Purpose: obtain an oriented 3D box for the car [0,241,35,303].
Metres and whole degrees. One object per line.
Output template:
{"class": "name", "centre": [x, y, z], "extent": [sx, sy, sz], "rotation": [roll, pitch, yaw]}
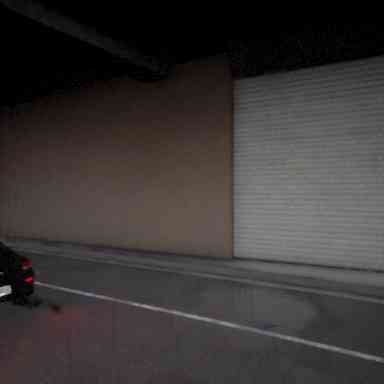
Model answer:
{"class": "car", "centre": [-5.139, 1.496, 6.749], "extent": [4.674, 1.442, 1.812], "rotation": [0, 0, 31]}
